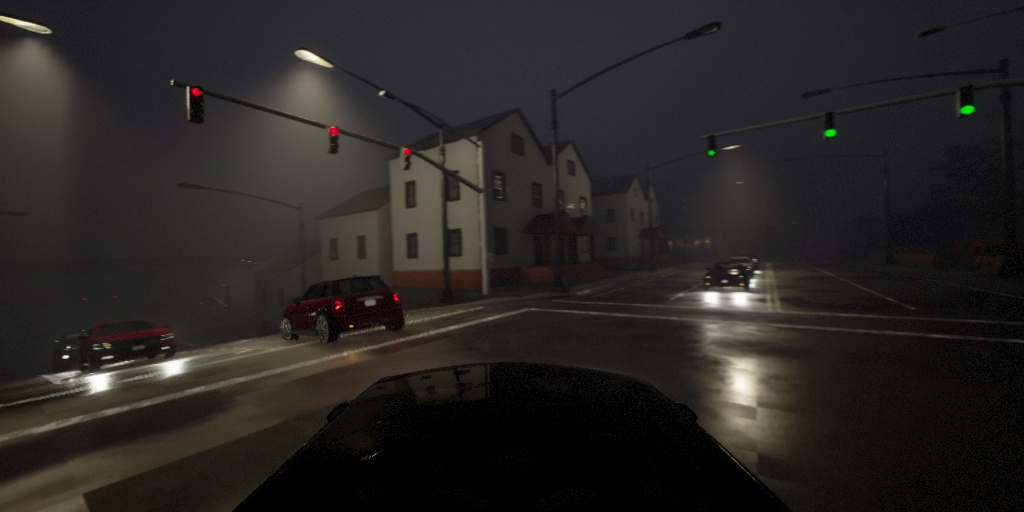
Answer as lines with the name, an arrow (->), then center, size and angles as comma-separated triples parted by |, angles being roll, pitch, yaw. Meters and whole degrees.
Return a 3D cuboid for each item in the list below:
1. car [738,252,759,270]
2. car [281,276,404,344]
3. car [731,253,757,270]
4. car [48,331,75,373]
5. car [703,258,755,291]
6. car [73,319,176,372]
car -> 22.943, 0.427, 35.176 | 2.097, 1.767, 4.553 | -2, 0, 36
car -> -5.253, 1.507, 10.825 | 4.553, 1.767, 2.097 | -10, -4, 42
car -> 17.159, 0.788, 27.071 | 1.812, 1.442, 4.674 | -2, 0, 36
car -> -21.317, 4.672, 18.107 | 5.566, 2.045, 2.150 | -18, -9, 34
car -> 11.448, 1.011, 19.024 | 1.994, 1.385, 4.181 | -2, 0, 35
car -> -13.251, 2.944, 12.289 | 5.008, 1.535, 1.882 | -13, -6, 36
